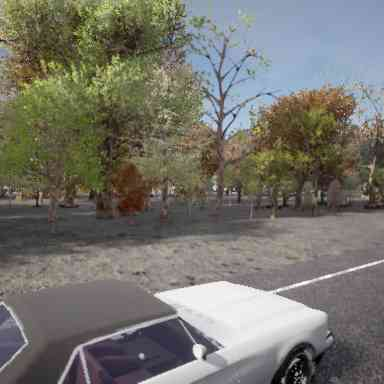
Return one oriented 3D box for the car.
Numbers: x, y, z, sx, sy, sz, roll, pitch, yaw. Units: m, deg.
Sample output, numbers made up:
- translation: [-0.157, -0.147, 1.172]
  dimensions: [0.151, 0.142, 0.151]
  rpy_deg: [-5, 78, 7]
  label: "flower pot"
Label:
- translation: [-0.644, 1.600, 3.263]
  dimensions: [4.718, 1.301, 1.895]
  rpy_deg: [0, 0, -37]
  label: "car"
